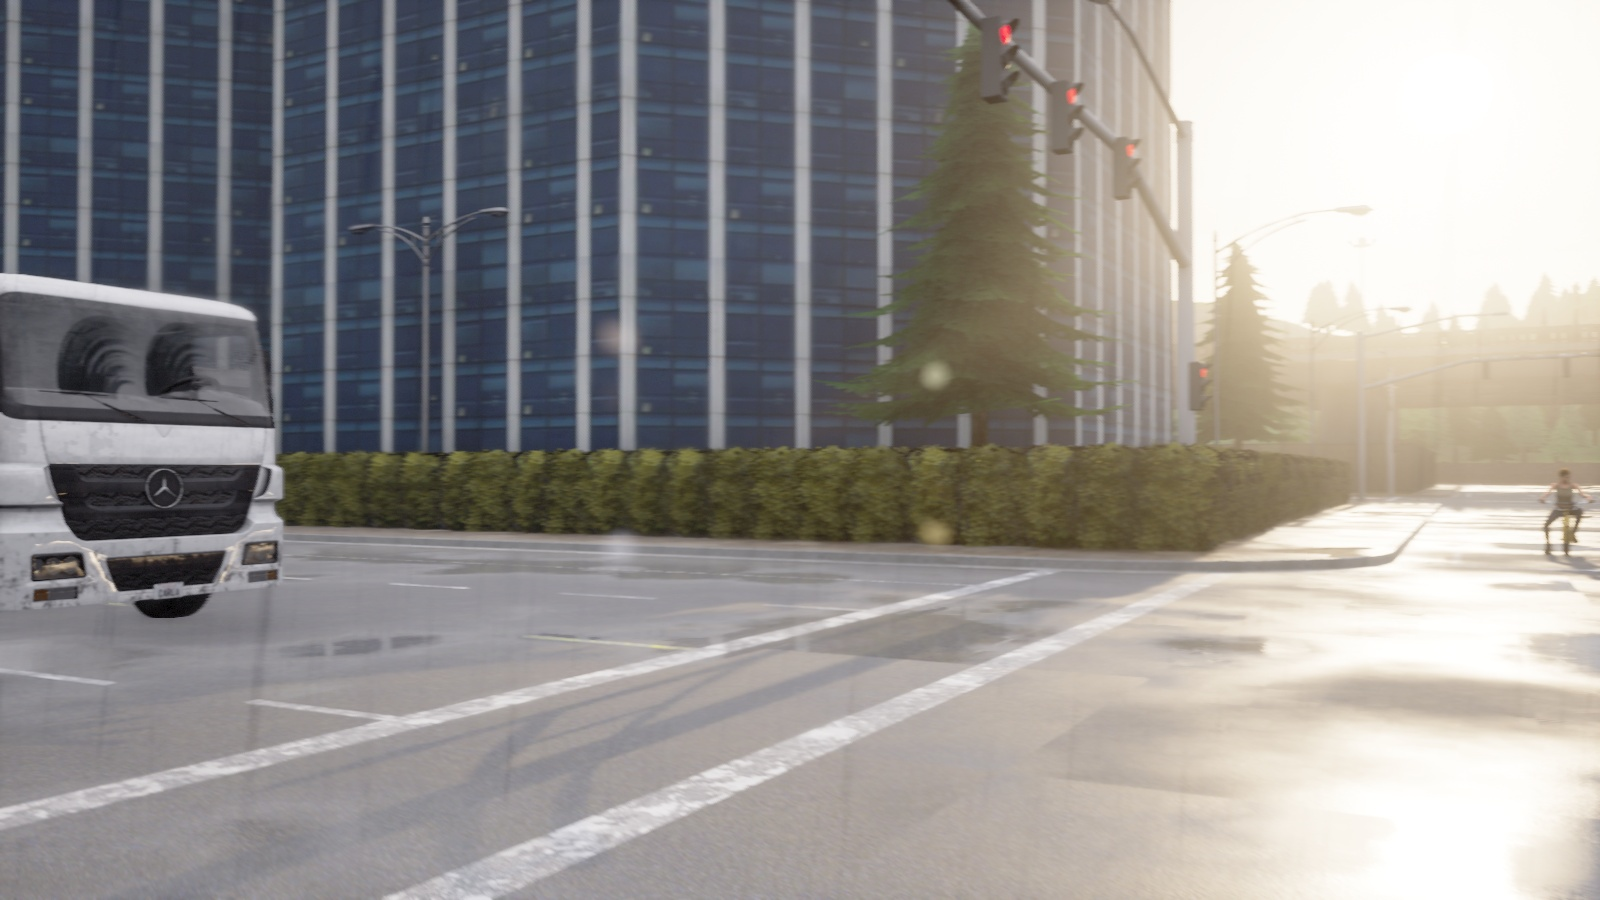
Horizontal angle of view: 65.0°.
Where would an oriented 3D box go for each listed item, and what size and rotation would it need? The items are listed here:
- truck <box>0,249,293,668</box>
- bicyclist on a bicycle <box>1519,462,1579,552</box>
[{"bbox_3d":[-9.416,0.143,13.474,7.936,3.462,2.891,-1,-1,27],"label":"truck"},{"bbox_3d":[13.892,1.030,23.323,0.866,1.612,1.509,-1,-1,28],"label":"bicyclist on a bicycle"}]
